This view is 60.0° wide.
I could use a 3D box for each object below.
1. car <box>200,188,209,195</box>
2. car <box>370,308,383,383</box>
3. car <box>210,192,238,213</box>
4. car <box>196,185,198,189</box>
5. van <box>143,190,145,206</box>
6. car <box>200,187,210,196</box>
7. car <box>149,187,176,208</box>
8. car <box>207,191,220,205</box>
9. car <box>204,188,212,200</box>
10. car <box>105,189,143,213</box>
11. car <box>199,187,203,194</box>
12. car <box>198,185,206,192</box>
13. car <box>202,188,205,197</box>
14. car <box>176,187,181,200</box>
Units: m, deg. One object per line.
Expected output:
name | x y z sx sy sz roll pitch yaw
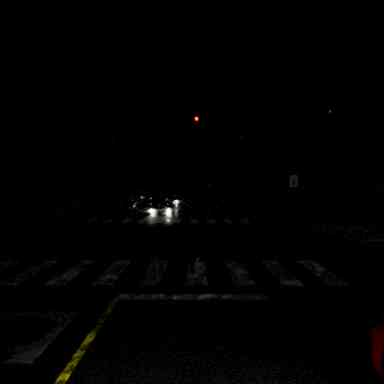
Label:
car | 2.809 -0.152 76.691 1.752 1.417 4.829 0 1 0
car | 2.765 1.287 1.193 2.192 1.841 5.009 0 1 0
car | 2.780 0.976 27.751 1.947 1.339 4.313 0 1 0
car | 2.813 -0.482 81.935 2.192 1.841 5.009 0 1 0
van | -5.741 0.633 33.189 1.690 1.788 3.998 0 1 0
car | 2.796 0.361 54.846 1.887 1.381 4.507 0 1 0
car | -3.071 0.639 33.454 2.097 1.767 4.553 0 1 0
car | 2.783 0.875 33.170 1.802 1.307 4.206 0 1 0
car | 2.787 0.615 38.586 1.967 1.590 4.097 0 1 0
car | -5.745 0.724 27.770 2.192 1.841 5.009 0 1 0
car | 2.800 0.261 60.265 1.947 1.339 4.313 0 1 0
car | 2.804 -0.113 65.679 2.192 1.841 5.009 0 1 0
car | 2.793 0.519 49.427 1.802 1.307 4.206 0 1 0
car | -3.038 0.428 50.121 1.837 1.490 4.892 0 1 0
